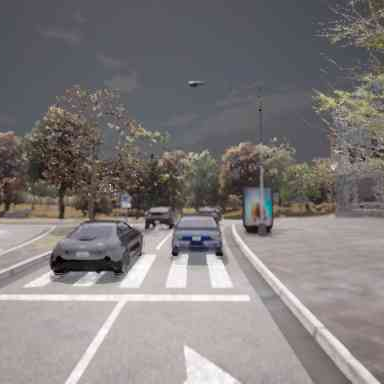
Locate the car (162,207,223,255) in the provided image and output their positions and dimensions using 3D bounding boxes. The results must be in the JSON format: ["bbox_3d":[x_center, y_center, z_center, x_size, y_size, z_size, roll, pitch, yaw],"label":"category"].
[{"bbox_3d":[0.241,1.542,13.144,2.033,1.411,5.357,0,0,2],"label":"car"}]

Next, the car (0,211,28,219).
[{"bbox_3d":[-29.307,3.797,54.751,1.994,1.385,4.181,-2,-4,29],"label":"car"}]

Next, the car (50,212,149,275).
[{"bbox_3d":[-2.749,1.556,10.497,1.994,1.385,4.181,0,0,1],"label":"car"}]

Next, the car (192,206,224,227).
[{"bbox_3d":[1.403,1.957,26.994,2.128,1.511,4.902,0,-3,8],"label":"car"}]

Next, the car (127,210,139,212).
[{"bbox_3d":[-11.813,4.266,64.245,5.008,1.535,1.882,-1,-4,6],"label":"car"}]

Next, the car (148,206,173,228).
[{"bbox_3d":[-2.102,1.768,23.537,1.837,1.490,4.892,0,-3,3],"label":"car"}]
